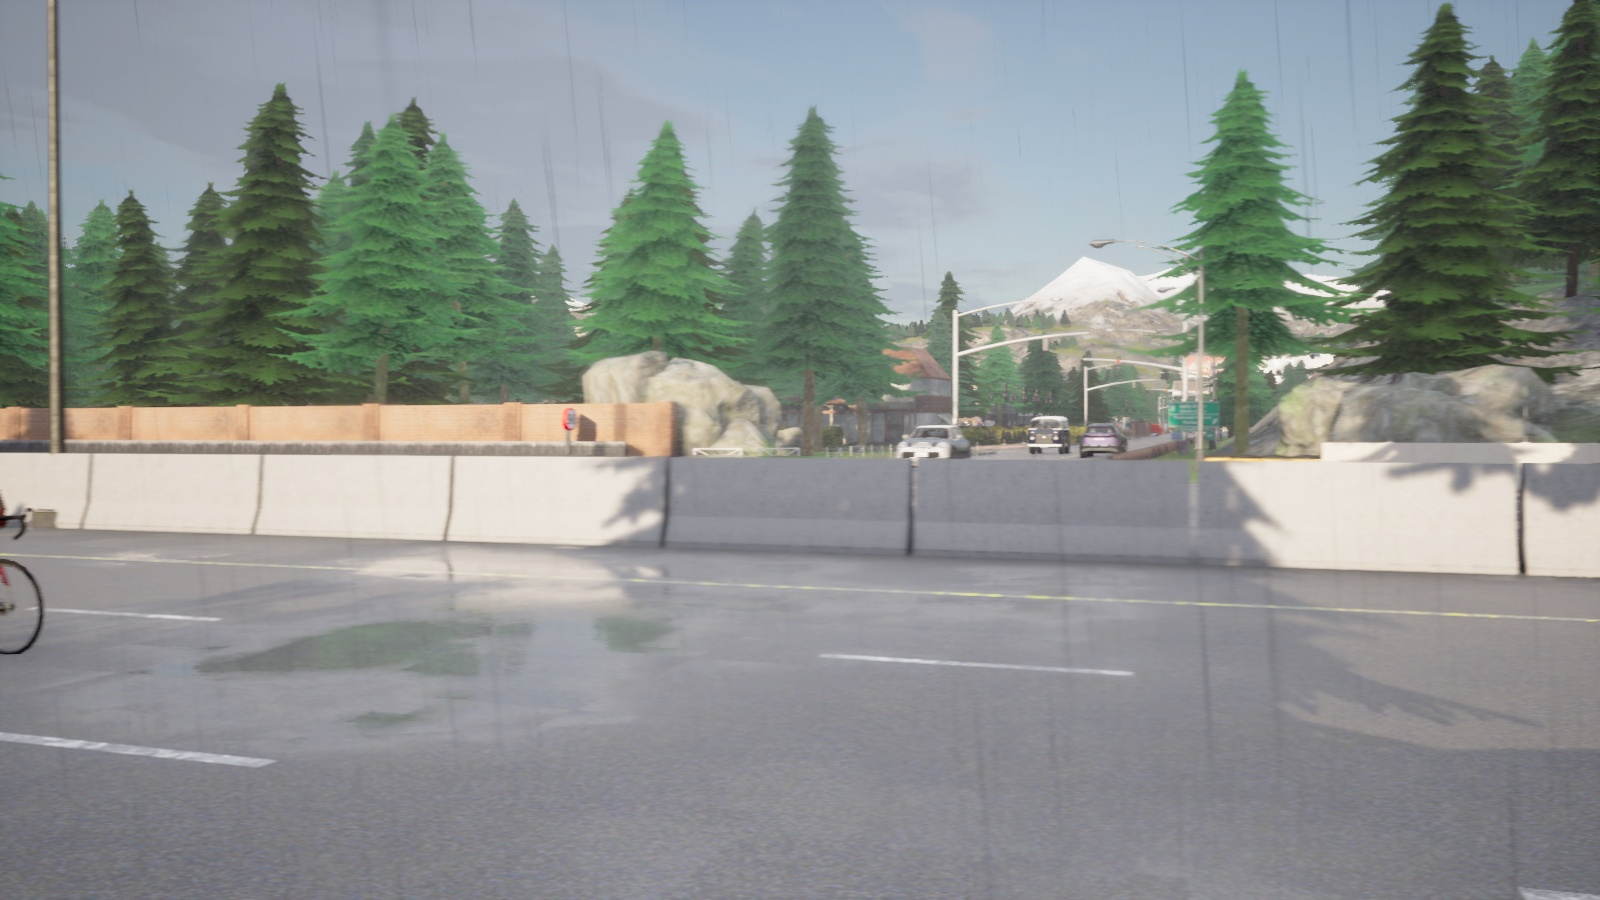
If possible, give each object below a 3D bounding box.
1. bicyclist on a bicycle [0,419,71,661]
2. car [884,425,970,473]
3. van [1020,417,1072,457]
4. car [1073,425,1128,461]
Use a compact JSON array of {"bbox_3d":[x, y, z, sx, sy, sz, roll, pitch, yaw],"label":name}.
[{"bbox_3d":[-6.071,0.588,8.928,1.656,1.620,0.582,1,1,19],"label":"bicyclist on a bicycle"},{"bbox_3d":[4.233,-0.074,41.231,1.970,1.475,3.806,1,1,19],"label":"car"},{"bbox_3d":[13.133,-0.693,66.845,2.069,2.038,4.480,1,1,19],"label":"van"},{"bbox_3d":[14.204,-0.352,59.267,2.033,1.649,4.856,1,1,19],"label":"car"}]
